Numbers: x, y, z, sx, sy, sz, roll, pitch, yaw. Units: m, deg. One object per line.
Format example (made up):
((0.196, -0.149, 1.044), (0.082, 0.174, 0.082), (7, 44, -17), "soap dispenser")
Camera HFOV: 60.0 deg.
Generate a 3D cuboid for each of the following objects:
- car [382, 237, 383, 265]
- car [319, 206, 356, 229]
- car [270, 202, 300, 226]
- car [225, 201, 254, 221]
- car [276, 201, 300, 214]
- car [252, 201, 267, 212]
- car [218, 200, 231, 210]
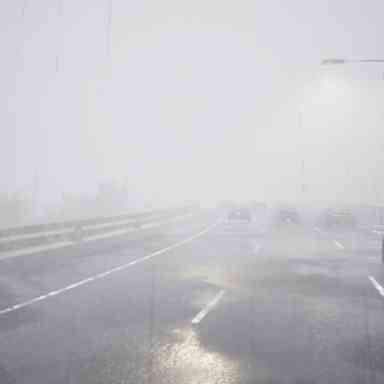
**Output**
((6.231, 1.346, 7.927), (2.150, 2.045, 5.566), (1, 0, 19), "car")
((10.589, 1.780, 24.418), (2.128, 1.511, 4.902), (1, 0, 13), "car")
((7.175, 1.764, 25.673), (1.837, 1.490, 4.892), (1, 0, 10), "car")
((4.336, 1.824, 30.302), (1.994, 1.385, 4.181), (1, 0, 8), "car")
((12.216, 1.961, 42.616), (1.812, 1.442, 4.674), (1, 0, 1), "car")
((8.745, 1.901, 44.533), (2.128, 1.511, 4.902), (1, 0, 0), "car")
((5.109, 1.882, 49.576), (1.882, 1.535, 5.008), (1, 0, -3), "car")
